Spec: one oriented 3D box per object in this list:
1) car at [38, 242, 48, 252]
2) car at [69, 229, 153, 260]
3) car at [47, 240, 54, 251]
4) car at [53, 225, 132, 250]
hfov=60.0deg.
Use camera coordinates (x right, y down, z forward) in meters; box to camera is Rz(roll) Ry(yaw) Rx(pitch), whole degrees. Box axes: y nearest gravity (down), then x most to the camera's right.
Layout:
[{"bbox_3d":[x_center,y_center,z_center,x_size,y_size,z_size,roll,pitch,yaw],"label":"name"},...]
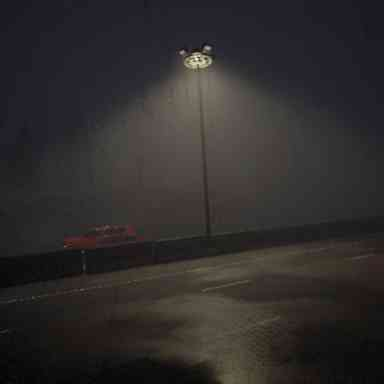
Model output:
[{"bbox_3d":[-11.174,4.594,29.996,4.902,1.511,2.128,-1,-5,-32],"label":"car"},{"bbox_3d":[-4.988,3.505,21.541,5.008,1.535,1.882,-1,-5,-32],"label":"car"},{"bbox_3d":[-8.801,4.209,27.300,5.008,1.535,1.882,-1,-5,-31],"label":"car"},{"bbox_3d":[-6.857,3.604,24.510,5.566,2.045,2.150,-1,-5,-32],"label":"car"}]
